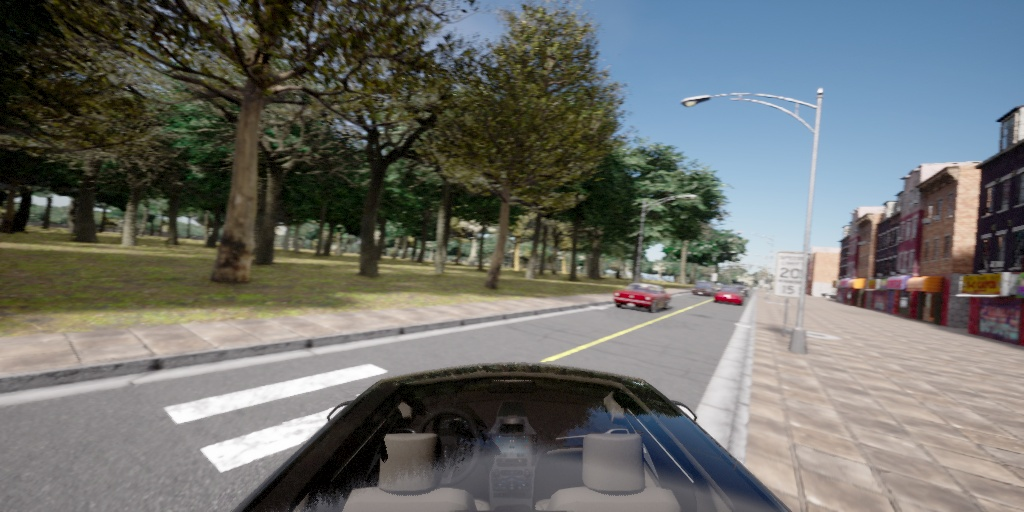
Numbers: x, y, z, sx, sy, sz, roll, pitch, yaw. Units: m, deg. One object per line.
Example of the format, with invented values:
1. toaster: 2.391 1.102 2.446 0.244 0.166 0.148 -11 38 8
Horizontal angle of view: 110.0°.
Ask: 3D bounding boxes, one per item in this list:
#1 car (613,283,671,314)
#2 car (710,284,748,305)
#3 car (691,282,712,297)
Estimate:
1. car: 6.895 2.126 18.747 1.895 1.301 4.718 5 -1 35
2. car: 18.319 3.290 30.200 1.994 1.385 4.181 5 -1 35
3. car: 20.898 3.599 38.995 2.033 1.411 5.357 5 -1 35
